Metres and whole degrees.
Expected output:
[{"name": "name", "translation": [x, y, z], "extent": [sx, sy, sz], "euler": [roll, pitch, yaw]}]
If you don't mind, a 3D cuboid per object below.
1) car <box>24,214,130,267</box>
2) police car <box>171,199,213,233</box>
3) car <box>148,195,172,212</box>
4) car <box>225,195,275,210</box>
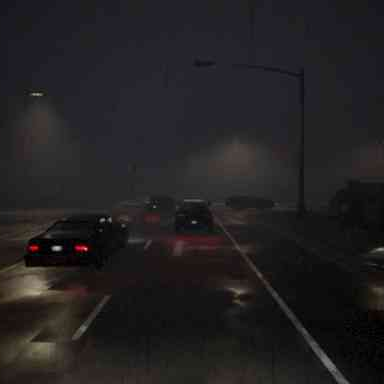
[{"name": "car", "translation": [-3.401, 1.435, 10.877], "extent": [2.033, 1.411, 5.357], "euler": [0, 1, 0]}, {"name": "police car", "translation": [0.099, 1.200, 18.340], "extent": [1.930, 1.638, 5.238], "euler": [0, 1, 0]}, {"name": "car", "translation": [-2.833, 1.060, 32.504], "extent": [1.837, 1.490, 4.892], "euler": [-1, 1, 13]}, {"name": "car", "translation": [5.846, 1.031, 33.464], "extent": [4.902, 1.511, 2.128], "euler": [0, 0, -4]}]
